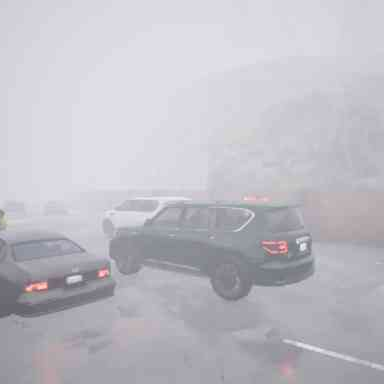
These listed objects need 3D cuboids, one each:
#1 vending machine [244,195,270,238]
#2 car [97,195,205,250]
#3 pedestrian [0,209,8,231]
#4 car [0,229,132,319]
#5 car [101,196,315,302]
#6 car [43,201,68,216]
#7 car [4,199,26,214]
[{"bbox_3d":[3.308,1.195,16.911,0.880,2.100,1.100,0,0,44],"label":"vending machine"},{"bbox_3d":[-2.128,1.224,15.645,2.150,2.045,5.566,0,0,-43],"label":"car"},{"bbox_3d":[-5.273,1.294,9.254,0.375,1.860,0.375,0,0,45],"label":"pedestrian"},{"bbox_3d":[-3.840,1.547,7.402,5.357,1.411,2.033,0,0,43],"label":"car"},{"bbox_3d":[0.232,1.222,8.564,5.566,2.045,2.150,0,0,40],"label":"car"},{"bbox_3d":[-13.266,1.547,32.284,2.033,1.411,5.357,0,0,-27],"label":"car"},{"bbox_3d":[-18.611,1.478,35.045,1.882,1.535,5.008,0,0,-27],"label":"car"}]
